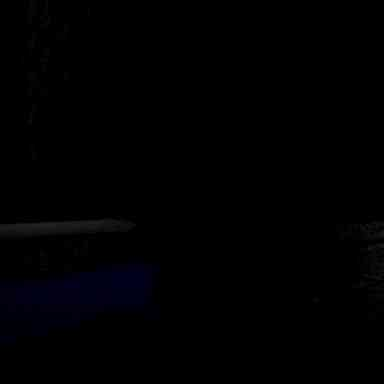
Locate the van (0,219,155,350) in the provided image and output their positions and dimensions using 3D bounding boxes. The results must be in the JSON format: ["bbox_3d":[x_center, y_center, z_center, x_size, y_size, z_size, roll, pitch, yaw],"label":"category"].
[{"bbox_3d":[-2.494,1.341,4.753,3.998,1.788,1.690,0,0,-36],"label":"van"}]
